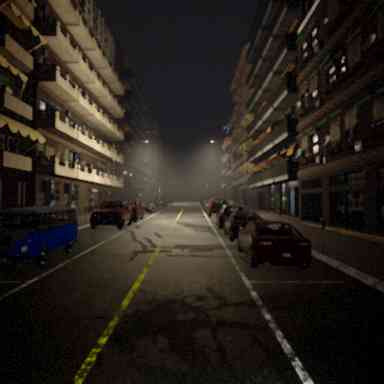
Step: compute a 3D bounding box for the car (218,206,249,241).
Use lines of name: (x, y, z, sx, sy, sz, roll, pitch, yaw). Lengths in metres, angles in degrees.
car: (2.607, 1.633, 16.859, 1.887, 1.381, 4.507, 1, 0, 0)

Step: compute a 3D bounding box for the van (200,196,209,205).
van: (2.648, 1.825, 72.173, 1.690, 1.788, 3.998, 1, -1, 0)

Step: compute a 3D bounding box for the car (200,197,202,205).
car: (2.622, 1.927, 55.578, 1.802, 1.307, 4.206, 1, 0, 0)

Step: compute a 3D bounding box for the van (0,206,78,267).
van: (-5.276, 1.399, 11.402, 1.690, 1.788, 3.998, 1, 0, 0)

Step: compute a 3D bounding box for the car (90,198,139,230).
car: (-5.261, 1.436, 22.463, 2.192, 1.841, 5.009, 1, 0, 0)

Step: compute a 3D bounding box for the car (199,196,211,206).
car: (2.642, 1.750, 66.642, 2.192, 1.841, 5.009, 1, 0, 0)

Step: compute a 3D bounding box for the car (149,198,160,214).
car: (-5.245, 1.790, 39.054, 1.947, 1.339, 4.313, 1, 0, 0)

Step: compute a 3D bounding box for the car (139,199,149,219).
car: (-5.253, 1.469, 27.993, 2.192, 1.841, 5.009, 1, 0, 0)

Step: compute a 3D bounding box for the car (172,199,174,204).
car: (-5.196, 2.116, 77.767, 1.802, 1.307, 4.206, 1, -1, 0)

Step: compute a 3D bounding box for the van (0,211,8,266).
van: (-5.282, 1.370, 5.870, 1.690, 1.788, 3.998, 2, 0, 0)

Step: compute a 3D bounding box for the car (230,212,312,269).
car: (2.600, 1.602, 11.329, 1.887, 1.381, 4.507, 1, 0, 0)

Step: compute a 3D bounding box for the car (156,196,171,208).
car: (-5.218, 1.660, 55.645, 2.192, 1.841, 5.009, 1, 0, 0)

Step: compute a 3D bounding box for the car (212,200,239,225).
car: (2.624, 1.561, 22.392, 1.967, 1.590, 4.097, 1, 0, 0)

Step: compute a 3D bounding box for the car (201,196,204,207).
car: (2.611, 1.703, 44.516, 1.967, 1.590, 4.097, 1, 0, 0)

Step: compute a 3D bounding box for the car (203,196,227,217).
car: (2.600, 1.503, 33.454, 2.192, 1.841, 5.009, 1, 0, 0)
